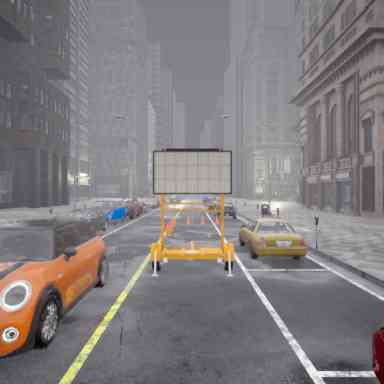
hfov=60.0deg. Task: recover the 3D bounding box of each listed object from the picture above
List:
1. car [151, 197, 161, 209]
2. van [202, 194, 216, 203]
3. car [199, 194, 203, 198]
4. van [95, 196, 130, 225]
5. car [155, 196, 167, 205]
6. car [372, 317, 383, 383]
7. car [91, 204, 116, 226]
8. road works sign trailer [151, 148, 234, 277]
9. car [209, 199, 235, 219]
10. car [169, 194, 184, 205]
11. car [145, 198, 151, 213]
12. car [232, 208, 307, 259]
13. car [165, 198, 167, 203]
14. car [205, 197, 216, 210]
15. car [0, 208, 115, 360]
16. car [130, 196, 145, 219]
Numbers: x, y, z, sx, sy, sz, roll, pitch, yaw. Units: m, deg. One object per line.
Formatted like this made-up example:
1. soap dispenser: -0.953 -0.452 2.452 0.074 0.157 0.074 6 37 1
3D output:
1. car: -5.710 1.532 45.233 1.752 1.417 4.829 0 0 0
2. van: 2.848 1.349 50.899 1.690 1.788 3.998 0 0 0
3. car: 2.864 1.556 61.949 1.887 1.381 4.507 0 0 0
4. van: -5.735 1.344 23.301 1.690 1.788 3.998 0 0 0
5. car: -5.691 1.556 61.979 1.887 1.381 4.507 0 0 0
6. car: 2.771 1.315 1.175 2.192 1.841 5.009 0 0 0
7. car: -5.742 1.553 17.775 2.008 1.369 4.403 0 0 0
8. road works sign trailer: 0.014 0.466 10.265 2.380 3.560 2.880 0 0 0
9. car: 2.813 1.555 28.799 2.008 1.369 4.403 0 0 0
10. car: -2.989 1.502 58.270 2.128 1.511 4.902 0 0 0
11. car: -5.723 1.550 34.352 1.887 1.381 4.507 0 0 0
12. car: 2.788 1.527 12.394 1.752 1.417 4.829 0 0 0
13. car: -5.697 1.554 56.453 1.887 1.381 4.507 0 0 0
14. car: 2.830 1.588 39.849 1.802 1.307 4.206 0 0 0
15. car: -3.091 1.353 6.235 2.097 1.767 4.553 0 0 0
16. car: -5.729 1.319 28.826 2.192 1.841 5.009 0 0 0
